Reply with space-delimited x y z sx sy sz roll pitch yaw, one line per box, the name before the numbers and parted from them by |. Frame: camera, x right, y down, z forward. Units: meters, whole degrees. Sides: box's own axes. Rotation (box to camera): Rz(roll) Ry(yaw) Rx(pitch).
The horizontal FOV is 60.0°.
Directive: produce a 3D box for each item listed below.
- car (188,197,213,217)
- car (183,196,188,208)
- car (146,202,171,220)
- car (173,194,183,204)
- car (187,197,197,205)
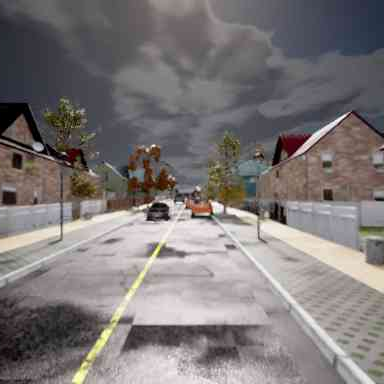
car | 0.944 1.429 33.000 2.097 1.767 4.553 -3 -1 0
car | 0.034 1.562 51.009 2.097 1.767 4.553 0 0 0
car | -2.826 1.637 29.078 1.812 1.442 4.674 0 0 0
car | -2.704 1.525 70.571 2.150 2.045 5.566 0 0 0
car | 0.046 1.797 68.203 2.033 1.411 5.357 0 0 0
